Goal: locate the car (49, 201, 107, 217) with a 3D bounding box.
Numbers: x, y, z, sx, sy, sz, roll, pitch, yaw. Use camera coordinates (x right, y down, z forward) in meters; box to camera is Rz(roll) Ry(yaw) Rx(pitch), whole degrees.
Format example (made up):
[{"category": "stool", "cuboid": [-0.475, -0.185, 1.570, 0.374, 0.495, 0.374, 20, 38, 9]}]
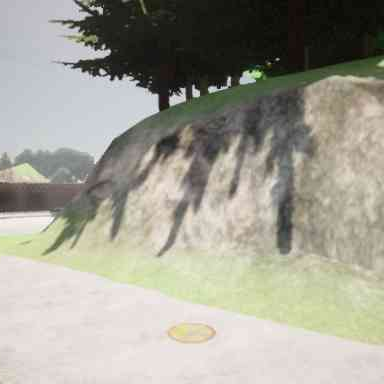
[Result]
[{"category": "car", "cuboid": [-10.650, 1.542, 31.581, 2.033, 1.411, 5.357, 0, 0, 36]}]
